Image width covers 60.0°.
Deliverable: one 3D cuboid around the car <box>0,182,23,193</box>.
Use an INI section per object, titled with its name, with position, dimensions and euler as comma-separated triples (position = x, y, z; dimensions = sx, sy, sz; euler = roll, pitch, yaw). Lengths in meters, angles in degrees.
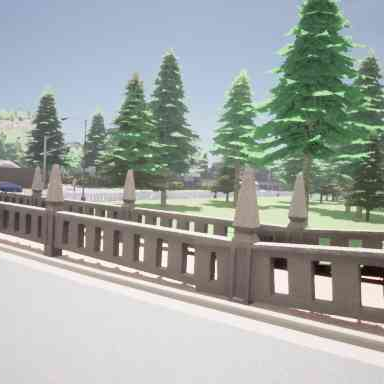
[car]
position = -21.390, -0.397, 36.985
dimensions = 1.812, 1.442, 4.674
euler = 4, 3, 37
